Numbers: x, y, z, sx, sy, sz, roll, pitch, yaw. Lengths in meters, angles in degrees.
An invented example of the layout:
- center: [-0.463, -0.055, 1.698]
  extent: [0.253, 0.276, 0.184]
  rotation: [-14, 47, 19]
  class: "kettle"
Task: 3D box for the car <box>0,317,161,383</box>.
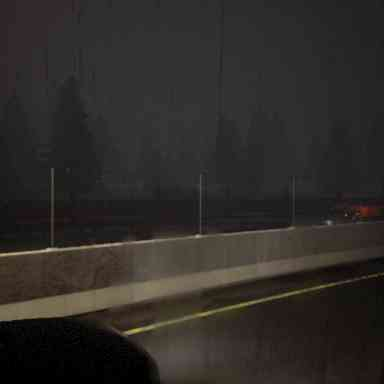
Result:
- center: [-2.452, 1.495, 1.860]
  extent: [4.892, 1.490, 1.837]
  rotation: [0, 0, -36]
  class: "car"
